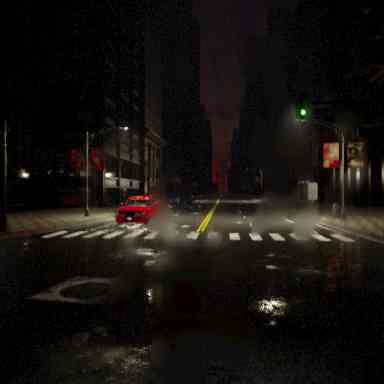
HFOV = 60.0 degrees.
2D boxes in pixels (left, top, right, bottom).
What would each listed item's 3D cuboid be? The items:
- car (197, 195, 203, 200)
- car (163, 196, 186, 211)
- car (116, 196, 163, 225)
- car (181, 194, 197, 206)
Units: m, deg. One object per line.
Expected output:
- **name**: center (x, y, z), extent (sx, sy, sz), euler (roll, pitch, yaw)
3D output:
- **car**: center (1.906, 1.453, 86.109), extent (1.994, 1.385, 4.181), euler (0, 0, 5)
- **car**: center (-2.405, 1.578, 40.671), extent (2.128, 1.511, 4.902), euler (0, 1, 5)
- **car**: center (-3.906, 1.356, 24.815), extent (2.150, 2.045, 5.566), euler (0, 1, 5)
- **car**: center (-0.932, 1.364, 56.176), extent (2.150, 2.045, 5.566), euler (0, 1, 5)
